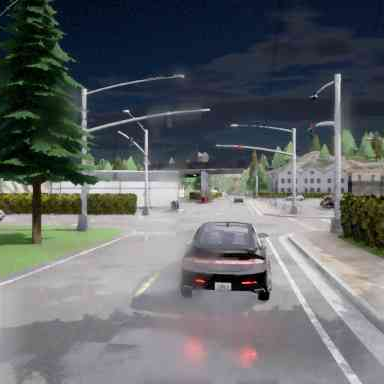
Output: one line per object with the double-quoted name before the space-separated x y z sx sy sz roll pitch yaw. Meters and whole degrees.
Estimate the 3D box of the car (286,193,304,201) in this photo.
"car" 24.474 1.077 78.876 3.866 1.878 1.905 0 0 8

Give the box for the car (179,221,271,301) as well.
"car" 0.890 1.492 8.417 2.128 1.511 4.902 0 0 8

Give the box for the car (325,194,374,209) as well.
"car" 18.312 1.339 38.623 4.514 1.523 2.007 0 0 8

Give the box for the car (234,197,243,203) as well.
"car" 9.478 1.601 67.403 1.895 1.301 4.718 0 0 8

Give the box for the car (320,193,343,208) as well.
"car" 18.696 1.330 41.736 5.027 1.636 2.152 0 0 8

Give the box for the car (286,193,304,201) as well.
"car" 23.406 1.361 75.668 3.806 1.475 1.970 0 0 8

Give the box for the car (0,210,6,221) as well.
"car" -16.566 1.526 25.214 4.674 1.442 1.812 0 0 8

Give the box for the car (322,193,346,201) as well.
"car" 31.809 1.097 74.528 4.605 1.855 1.932 0 0 8

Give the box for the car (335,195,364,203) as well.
"car" 29.373 1.298 62.291 4.514 1.523 2.007 0 0 8

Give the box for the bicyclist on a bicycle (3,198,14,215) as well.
"bicyclist on a bicycle" -17.942 1.453 32.551 0.582 1.620 1.656 0 0 7
